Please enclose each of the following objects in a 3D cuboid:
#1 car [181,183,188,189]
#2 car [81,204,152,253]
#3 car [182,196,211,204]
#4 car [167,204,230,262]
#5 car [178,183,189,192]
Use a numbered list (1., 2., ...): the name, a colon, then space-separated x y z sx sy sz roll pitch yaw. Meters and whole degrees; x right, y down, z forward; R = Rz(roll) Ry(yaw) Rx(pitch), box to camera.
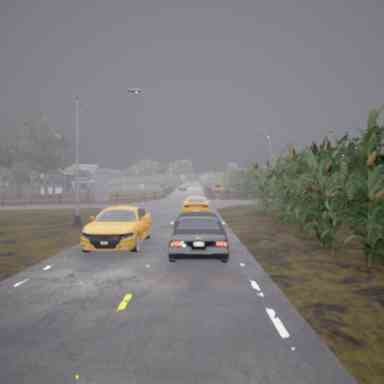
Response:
1. car: -1.951 -1.700 89.077 1.882 1.535 5.008 0 3 1
2. car: -2.727 1.283 12.929 1.882 1.535 5.008 0 1 1
3. car: 0.302 1.031 23.673 1.882 1.535 5.008 0 2 1
4. car: 0.201 1.383 11.335 2.033 1.411 5.357 0 1 1
5. car: -2.090 -0.857 73.551 1.882 1.535 5.008 0 3 1
